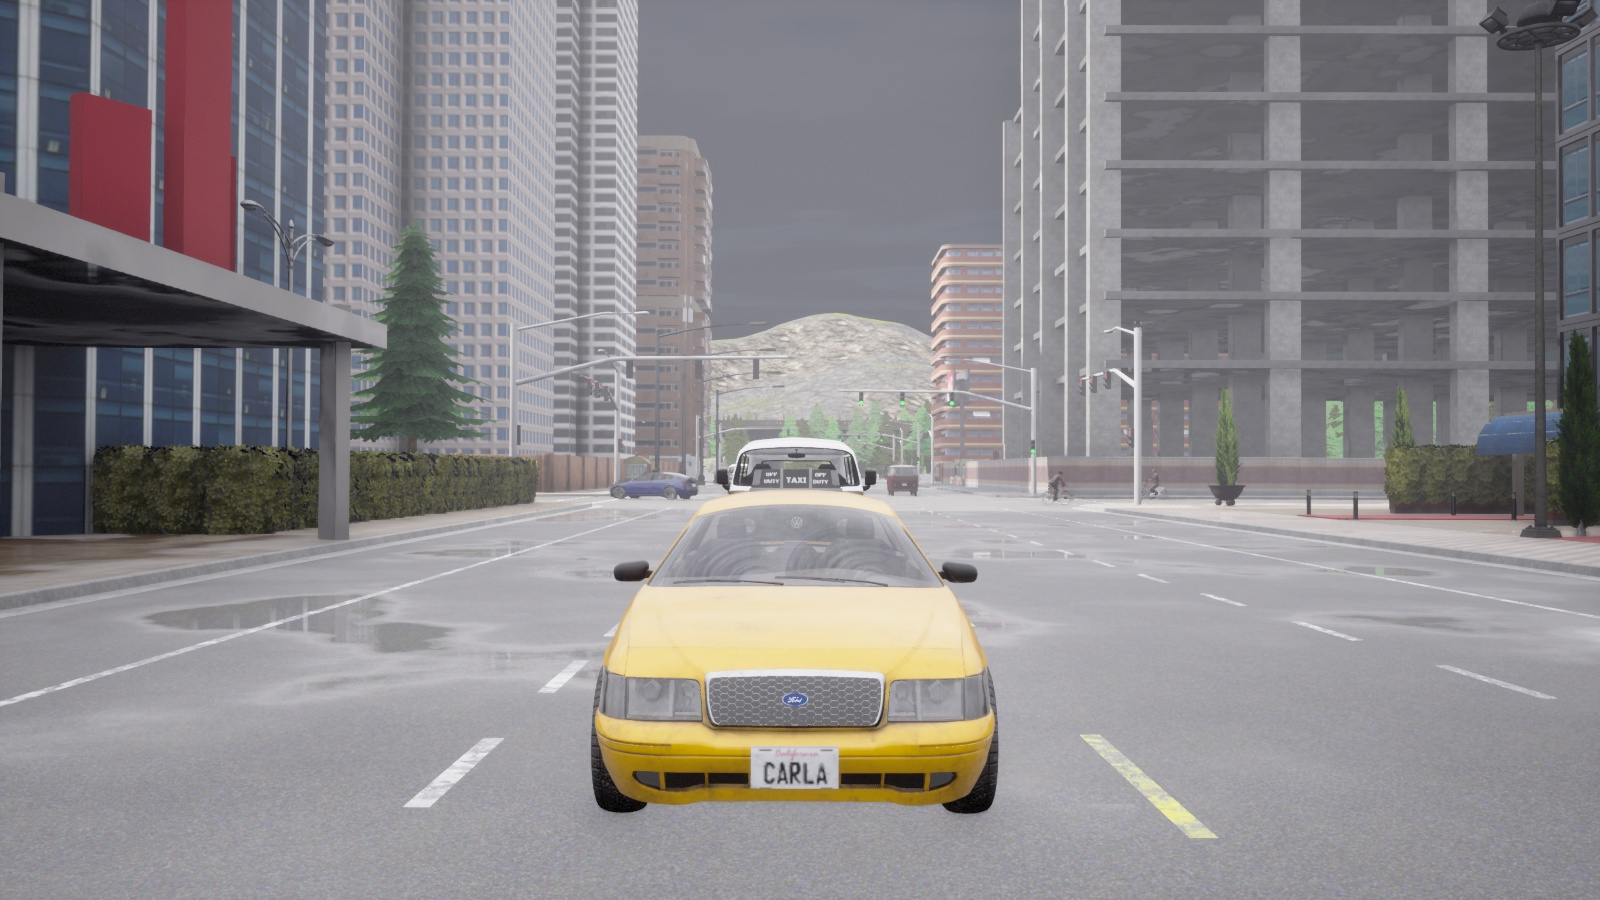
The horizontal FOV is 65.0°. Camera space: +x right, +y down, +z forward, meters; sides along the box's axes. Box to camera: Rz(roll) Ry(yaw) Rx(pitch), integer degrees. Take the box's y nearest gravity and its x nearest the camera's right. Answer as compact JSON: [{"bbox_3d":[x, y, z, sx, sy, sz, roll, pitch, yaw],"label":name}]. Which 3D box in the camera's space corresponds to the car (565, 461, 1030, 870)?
[{"bbox_3d":[-0.019,0.880,7.559,1.801,1.575,5.366,0,-1,0],"label":"car"}]

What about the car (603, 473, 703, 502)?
[{"bbox_3d":[-7.796,1.964,66.759,4.792,1.488,2.163,-1,-1,20],"label":"car"}]

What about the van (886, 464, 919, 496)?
[{"bbox_3d":[6.591,1.901,81.166,1.775,1.987,4.442,0,-1,0],"label":"van"}]

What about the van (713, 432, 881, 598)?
[{"bbox_3d":[-0.046,0.836,17.761,2.069,2.038,4.480,0,-1,0],"label":"van"}]
